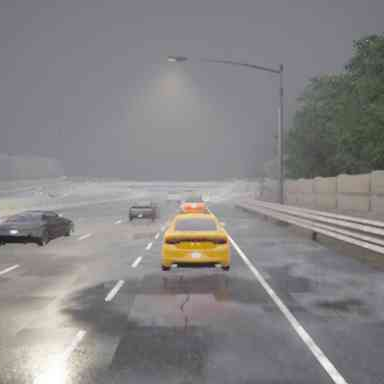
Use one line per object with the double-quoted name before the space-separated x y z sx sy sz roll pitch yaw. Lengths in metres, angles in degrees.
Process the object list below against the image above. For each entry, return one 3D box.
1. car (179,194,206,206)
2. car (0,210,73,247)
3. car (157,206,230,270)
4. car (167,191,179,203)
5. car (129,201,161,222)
"car" 0.185 1.206 28.905 2.097 1.767 4.553 0 0 0
"car" -6.877 1.503 14.857 1.994 1.385 4.181 0 0 0
"car" 0.113 1.442 10.941 1.882 1.535 5.008 0 0 0
"car" -3.220 0.889 59.872 2.150 2.045 5.566 0 0 0
"car" -3.441 1.372 24.680 2.128 1.511 4.902 0 0 0
